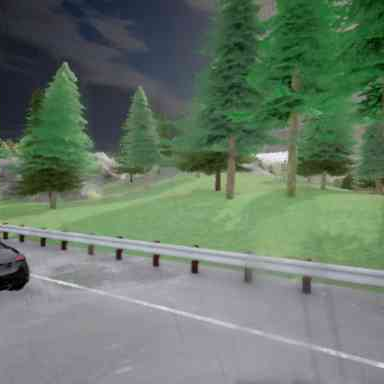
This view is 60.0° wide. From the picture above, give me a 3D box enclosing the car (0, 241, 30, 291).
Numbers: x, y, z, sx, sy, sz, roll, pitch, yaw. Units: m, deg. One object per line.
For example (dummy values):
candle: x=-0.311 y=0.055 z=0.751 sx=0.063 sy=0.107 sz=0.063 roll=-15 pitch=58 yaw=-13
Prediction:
car: x=-5.649 y=1.529 z=7.645 sx=4.181 sy=1.385 sz=1.994 roll=0 pitch=0 yaw=33
